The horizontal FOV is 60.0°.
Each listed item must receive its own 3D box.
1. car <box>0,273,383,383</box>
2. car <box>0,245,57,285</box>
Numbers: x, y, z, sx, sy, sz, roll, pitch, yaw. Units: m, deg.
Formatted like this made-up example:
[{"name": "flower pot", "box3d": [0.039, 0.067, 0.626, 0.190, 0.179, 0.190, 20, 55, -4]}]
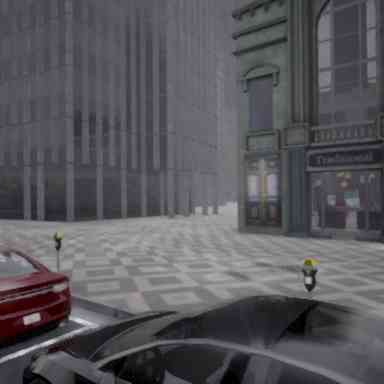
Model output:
[{"name": "car", "box3d": [0.419, 1.576, 2.667, 4.313, 1.339, 1.947, -1, -1, 36]}, {"name": "car", "box3d": [-3.986, 1.605, 5.814, 4.507, 1.381, 1.887, -1, -1, 36]}]
